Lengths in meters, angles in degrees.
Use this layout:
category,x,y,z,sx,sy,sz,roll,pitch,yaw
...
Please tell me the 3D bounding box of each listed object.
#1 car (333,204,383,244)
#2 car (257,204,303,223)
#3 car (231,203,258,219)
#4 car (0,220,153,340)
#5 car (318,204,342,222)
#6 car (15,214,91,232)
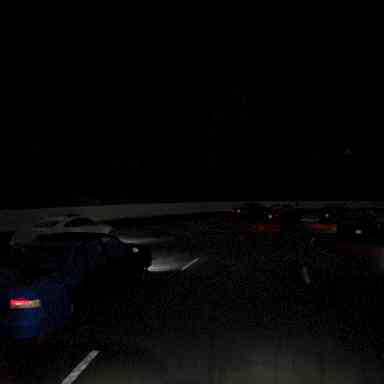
category,x,y,z,sx,sy,sz,roll,pitch,yaw
car,8.491,1.619,16.803,1.882,1.535,5.008,0,-1,28
car,7.532,1.732,27.507,1.812,1.442,4.674,0,-1,39
car,5.830,1.772,31.332,2.033,1.411,5.357,0,-1,43
car,-2.454,1.585,7.076,2.033,1.411,5.357,0,0,11
car,12.056,1.700,27.303,1.882,1.535,5.008,0,-2,43
car,-4.735,1.591,12.858,1.812,1.442,4.674,0,0,17
